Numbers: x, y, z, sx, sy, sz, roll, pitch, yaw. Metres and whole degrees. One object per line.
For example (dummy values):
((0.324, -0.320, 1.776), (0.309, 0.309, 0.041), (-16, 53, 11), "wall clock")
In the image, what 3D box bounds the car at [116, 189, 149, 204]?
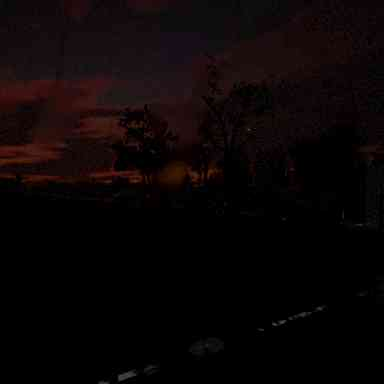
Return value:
((-9.149, 0.661, 50.487), (2.150, 2.045, 5.566), (0, 1, -34), "car")

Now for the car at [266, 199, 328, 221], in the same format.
((8.045, 1.296, 25.729), (1.882, 1.535, 5.008), (0, 1, -35), "car")

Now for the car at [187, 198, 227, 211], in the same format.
((1.534, 1.276, 35.074), (1.895, 1.301, 4.718), (0, 1, -35), "car")

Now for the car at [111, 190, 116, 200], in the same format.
((-13.024, 0.507, 60.938), (2.150, 2.045, 5.566), (0, 1, -35), "car")

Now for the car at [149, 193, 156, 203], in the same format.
((-7.325, 0.939, 52.865), (1.812, 1.442, 4.674), (0, 1, -34), "car")

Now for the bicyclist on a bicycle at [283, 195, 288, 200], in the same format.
((9.582, 1.179, 33.981), (1.656, 1.620, 0.582), (0, 1, -35), "bicyclist on a bicycle")
